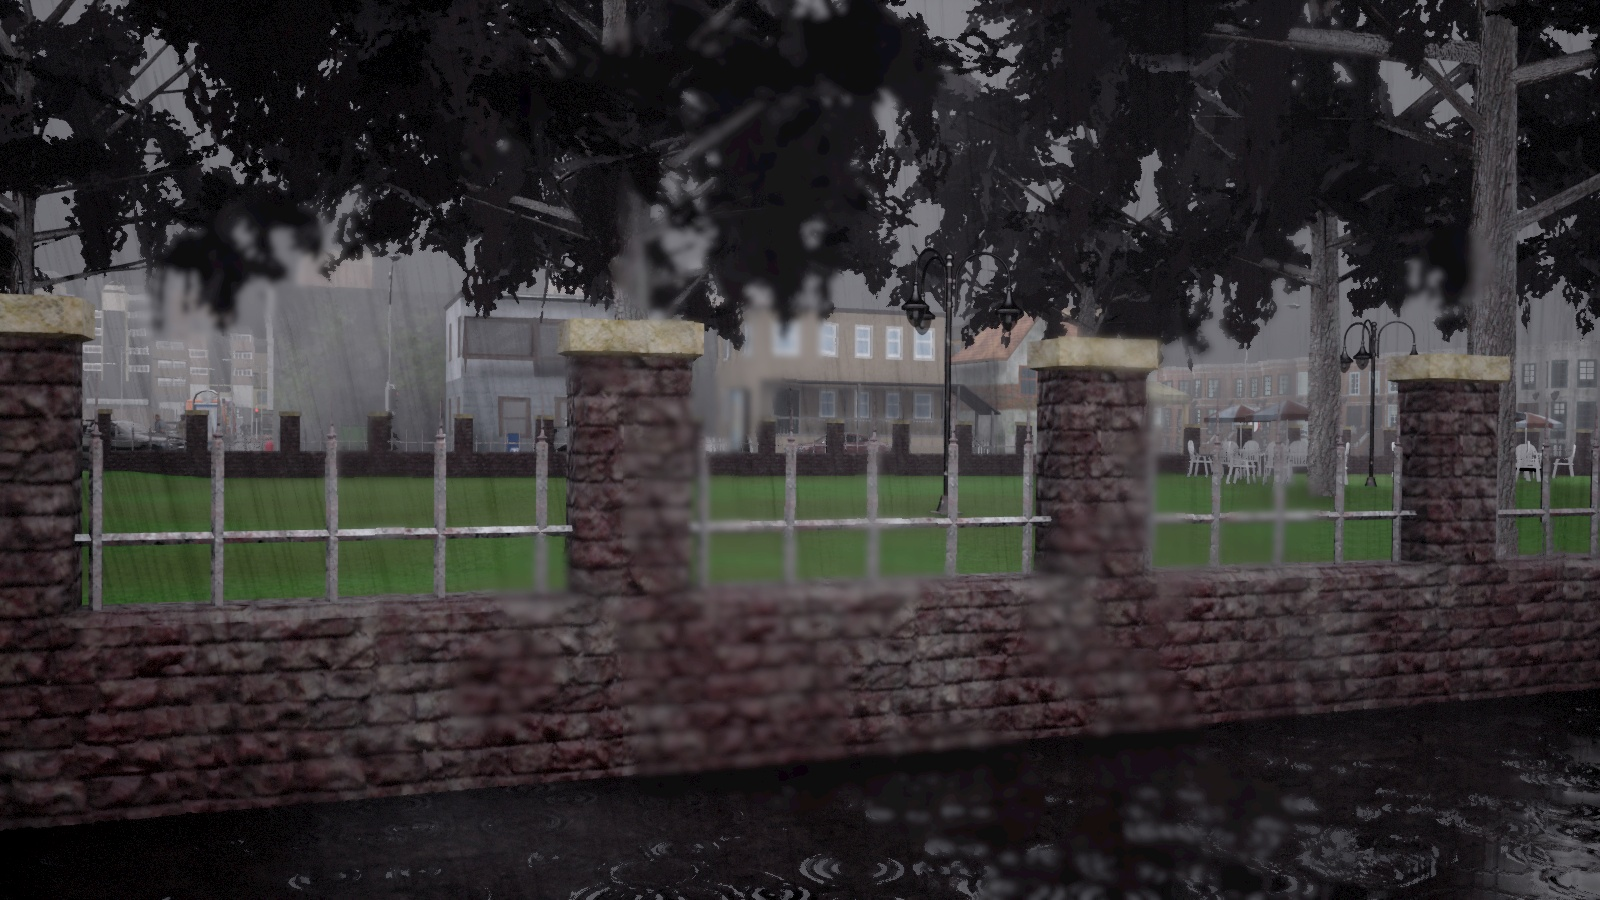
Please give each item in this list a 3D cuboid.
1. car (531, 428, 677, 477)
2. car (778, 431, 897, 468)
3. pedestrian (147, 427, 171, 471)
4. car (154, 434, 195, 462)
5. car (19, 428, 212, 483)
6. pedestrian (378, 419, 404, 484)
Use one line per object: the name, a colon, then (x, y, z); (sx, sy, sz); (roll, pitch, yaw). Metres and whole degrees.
car: (-7.069, 0.068, 45.249); (4.856, 1.649, 2.033); (-1, 1, -21)
car: (1.576, -0.052, 52.808); (4.674, 1.442, 1.812); (-1, 1, -21)
pedestrian: (-26.984, -0.055, 52.861); (0.540, 1.848, 0.694); (0, 1, 32)
car: (-38.264, -0.142, 76.911); (1.851, 1.617, 3.988); (-1, 1, -21)
car: (-21.820, 0.159, 40.147); (5.027, 1.651, 2.152); (-1, 1, 5)
pedestrian: (-12.232, 0.029, 37.563); (0.692, 1.930, 0.395); (-1, 1, -21)
